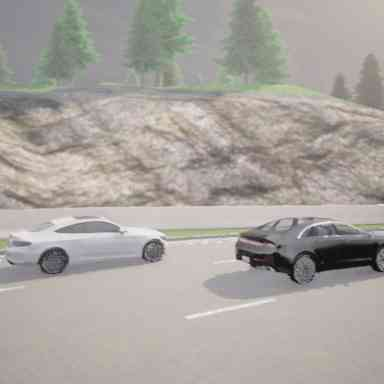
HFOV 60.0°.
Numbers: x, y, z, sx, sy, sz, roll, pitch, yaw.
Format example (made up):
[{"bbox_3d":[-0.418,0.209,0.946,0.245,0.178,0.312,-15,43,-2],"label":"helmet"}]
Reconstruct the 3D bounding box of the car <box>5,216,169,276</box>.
[{"bbox_3d":[-2.958,1.441,10.038,4.674,1.442,1.812,0,0,-32],"label":"car"}]

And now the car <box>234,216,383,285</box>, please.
[{"bbox_3d":[3.522,1.441,9.202,4.902,1.511,2.128,0,0,-25],"label":"car"}]
